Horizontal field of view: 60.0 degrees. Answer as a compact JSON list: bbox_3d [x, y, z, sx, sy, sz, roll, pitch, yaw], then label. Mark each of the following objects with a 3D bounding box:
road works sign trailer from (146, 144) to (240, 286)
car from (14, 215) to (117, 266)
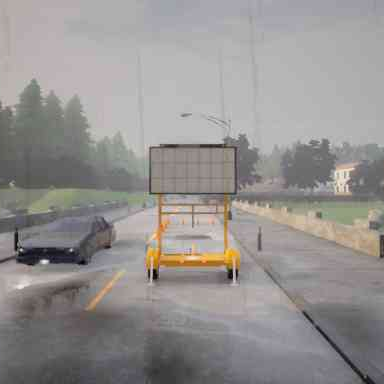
[{"bbox_3d":[0.026,0.464,9.353,2.380,3.560,2.880,0,0,0],"label":"road works sign trailer"},{"bbox_3d":[-4.067,1.547,11.832,2.033,1.411,5.357,0,0,0],"label":"car"}]
